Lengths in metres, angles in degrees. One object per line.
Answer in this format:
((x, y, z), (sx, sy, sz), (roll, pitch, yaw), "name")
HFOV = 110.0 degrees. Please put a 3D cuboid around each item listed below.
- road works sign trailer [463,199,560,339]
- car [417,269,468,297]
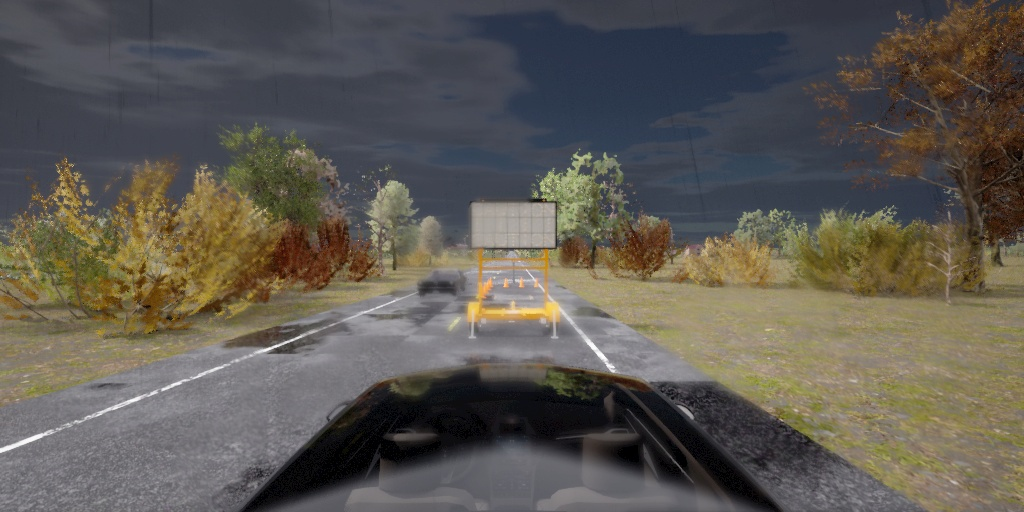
((0.045, 0.212, 10.072), (2.380, 3.560, 2.880), (0, 0, 0), "road works sign trailer")
((-3.510, 1.342, 18.757), (1.895, 1.301, 4.718), (0, 0, 0), "car")
